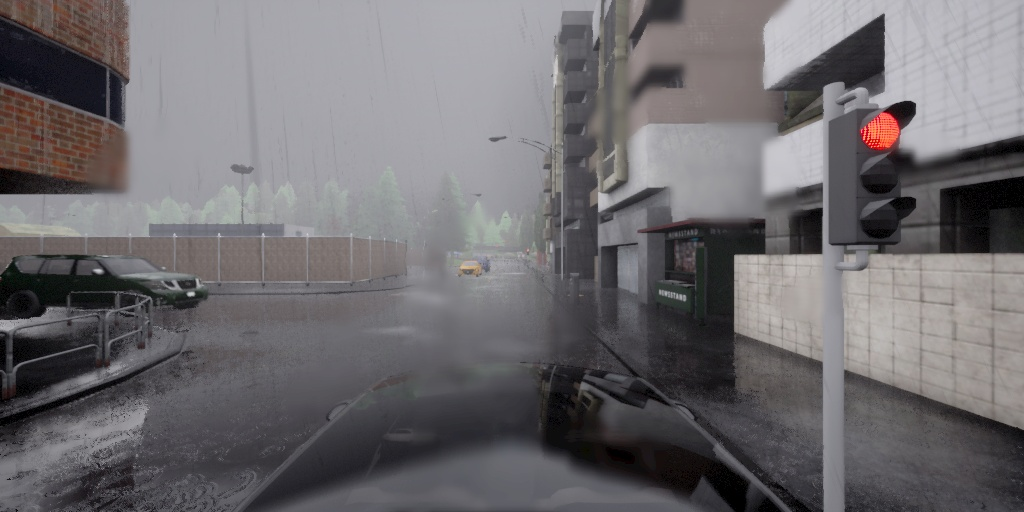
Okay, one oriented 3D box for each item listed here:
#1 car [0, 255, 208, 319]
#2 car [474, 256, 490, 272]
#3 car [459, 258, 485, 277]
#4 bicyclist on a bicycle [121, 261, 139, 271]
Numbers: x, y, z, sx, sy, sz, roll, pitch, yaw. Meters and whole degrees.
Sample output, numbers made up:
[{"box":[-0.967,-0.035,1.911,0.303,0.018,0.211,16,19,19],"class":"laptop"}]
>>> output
[{"box":[-13.949,0.971,12.401,5.566,2.045,2.150,0,0,-2],"class":"car"},{"box":[-4.079,0.971,46.527,2.150,2.045,5.566,0,0,0],"class":"car"},{"box":[-4.110,1.228,35.826,1.882,1.535,5.008,0,0,0],"class":"car"},{"box":[-22.180,1.099,20.731,0.582,1.620,1.656,0,0,0],"class":"bicyclist on a bicycle"}]
